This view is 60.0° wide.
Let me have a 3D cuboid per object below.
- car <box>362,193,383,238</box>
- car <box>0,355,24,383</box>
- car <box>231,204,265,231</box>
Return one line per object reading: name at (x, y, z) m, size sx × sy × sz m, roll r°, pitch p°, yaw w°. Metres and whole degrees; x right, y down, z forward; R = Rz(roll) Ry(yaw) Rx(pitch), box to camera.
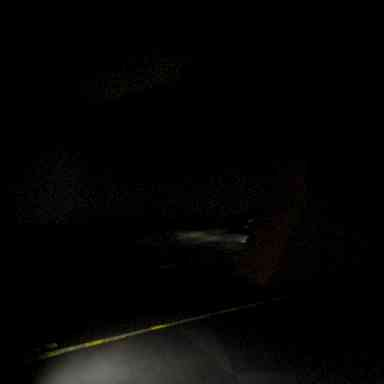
car at (6.931, 1.093, 15.458) m, size 5.566 × 2.045 × 2.150 m, roll 0°, pitch 0°, yaw -24°
car at (-3.224, 1.518, 1.308) m, size 4.674 × 1.442 × 1.812 m, roll 0°, pitch 0°, yaw -37°
car at (4.518, 1.331, 18.126) m, size 5.008 × 1.535 × 1.882 m, roll 0°, pitch 0°, yaw -25°
